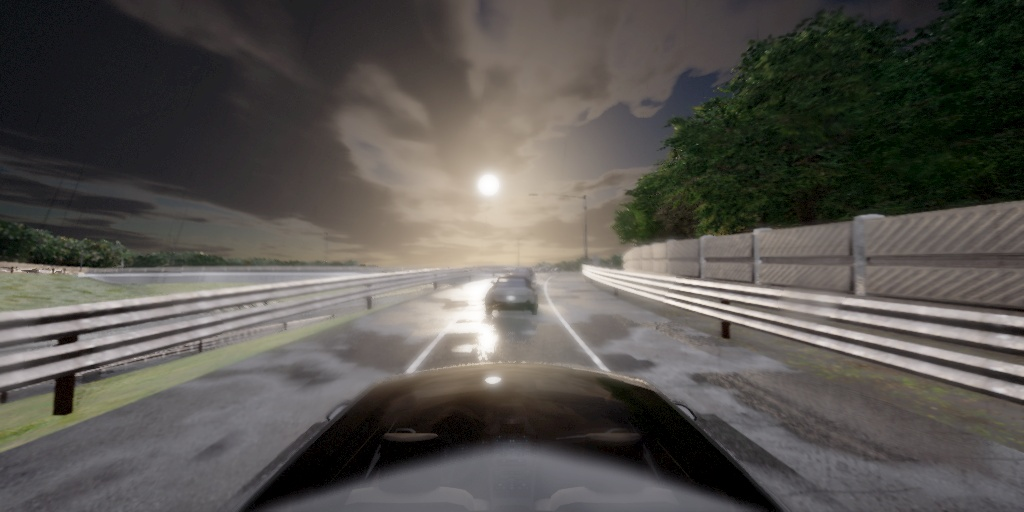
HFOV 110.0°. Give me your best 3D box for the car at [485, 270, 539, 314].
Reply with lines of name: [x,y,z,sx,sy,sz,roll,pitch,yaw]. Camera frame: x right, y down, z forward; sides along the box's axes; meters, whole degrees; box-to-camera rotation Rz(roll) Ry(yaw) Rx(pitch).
car: [0.051,1.449,14.457,1.994,1.385,4.181,0,0,2]

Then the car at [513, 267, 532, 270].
car: [0.800,1.558,27.068,2.033,1.411,5.357,-1,-1,7]
